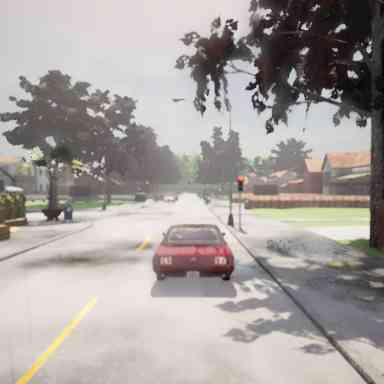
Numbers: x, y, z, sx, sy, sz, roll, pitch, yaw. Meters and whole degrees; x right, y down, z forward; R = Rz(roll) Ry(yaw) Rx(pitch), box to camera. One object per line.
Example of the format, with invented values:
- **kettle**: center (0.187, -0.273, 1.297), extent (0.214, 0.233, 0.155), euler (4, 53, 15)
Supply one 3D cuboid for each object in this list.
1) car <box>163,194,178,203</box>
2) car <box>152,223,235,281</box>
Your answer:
- **car**: center (-4.049, 1.184, 59.266), extent (1.812, 1.442, 4.674), euler (0, 0, 0)
- **car**: center (0.051, 1.544, 9.634), extent (1.895, 1.301, 4.718), euler (0, 0, 1)
